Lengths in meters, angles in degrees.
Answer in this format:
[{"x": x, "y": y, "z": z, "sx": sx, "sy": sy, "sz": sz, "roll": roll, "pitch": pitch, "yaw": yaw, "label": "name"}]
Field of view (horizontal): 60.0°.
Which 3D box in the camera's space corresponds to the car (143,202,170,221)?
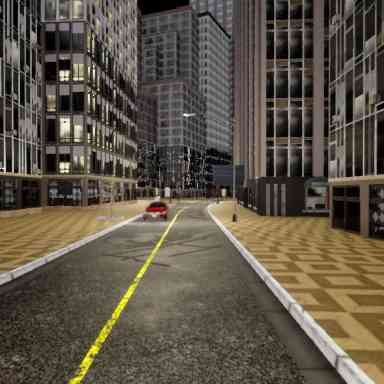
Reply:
[{"x": -2.799, "y": 1.538, "z": 27.124, "sx": 1.812, "sy": 1.442, "sz": 4.674, "roll": 0, "pitch": 0, "yaw": 0, "label": "car"}]
